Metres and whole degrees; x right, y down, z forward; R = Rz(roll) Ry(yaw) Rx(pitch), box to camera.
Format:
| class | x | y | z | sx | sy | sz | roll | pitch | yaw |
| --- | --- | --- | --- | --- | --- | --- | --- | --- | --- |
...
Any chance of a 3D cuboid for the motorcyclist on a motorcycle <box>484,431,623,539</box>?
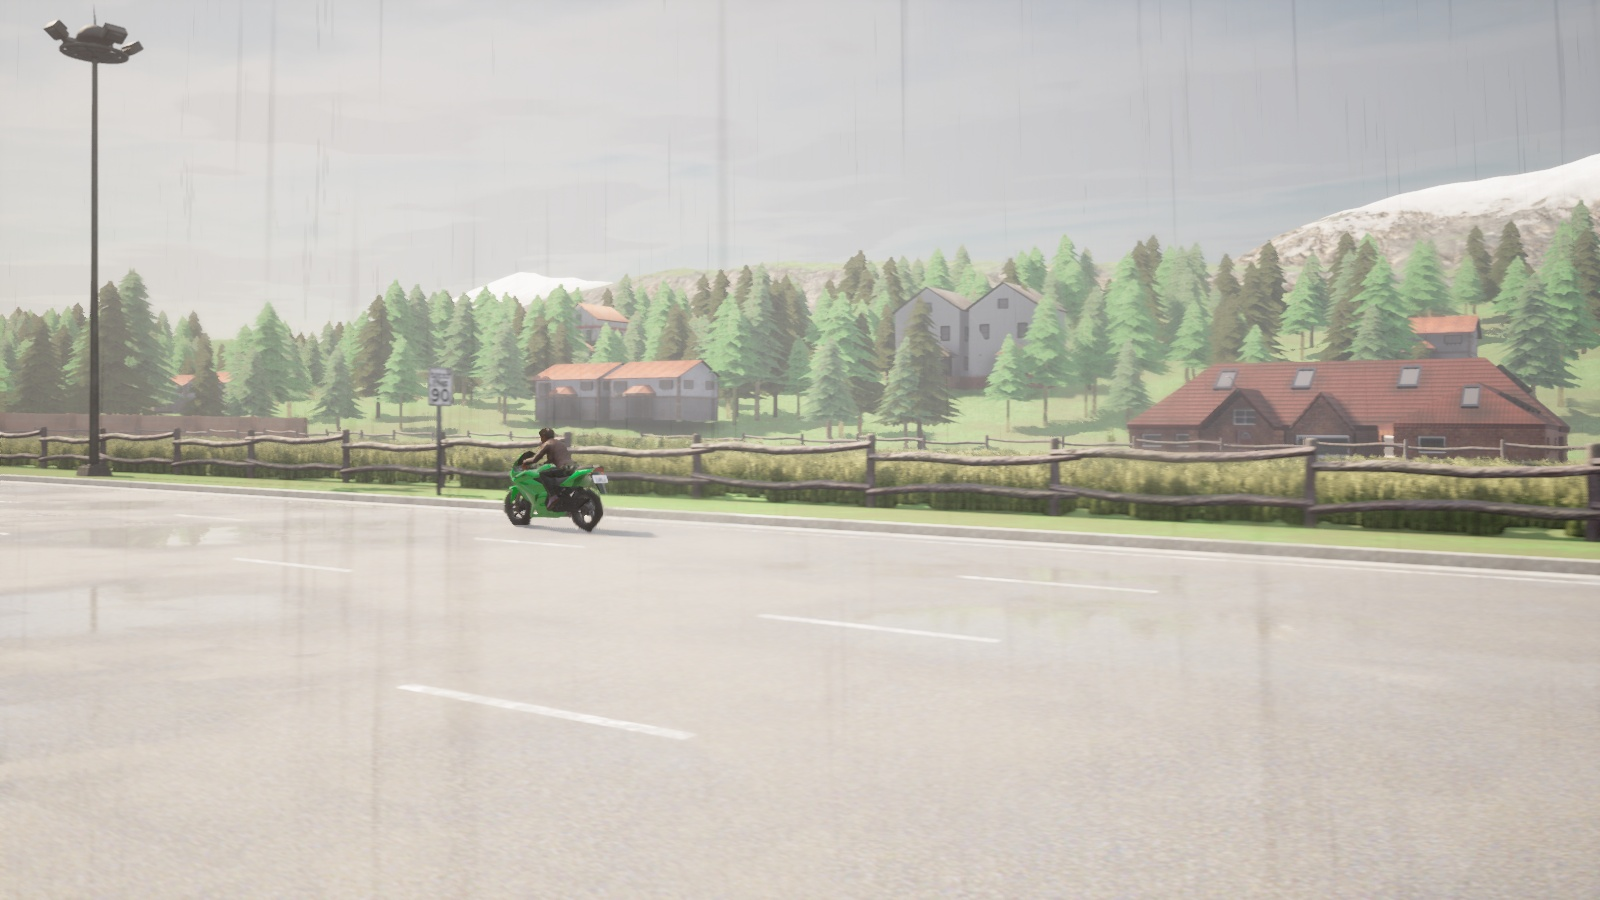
| class | x | y | z | sx | sy | sz | roll | pitch | yaw |
| --- | --- | --- | --- | --- | --- | --- | --- | --- | --- |
| motorcyclist on a motorcycle | -3.672 | 0.492 | 18.668 | 2.044 | 1.523 | 0.797 | 0 | 1 | 34 |
